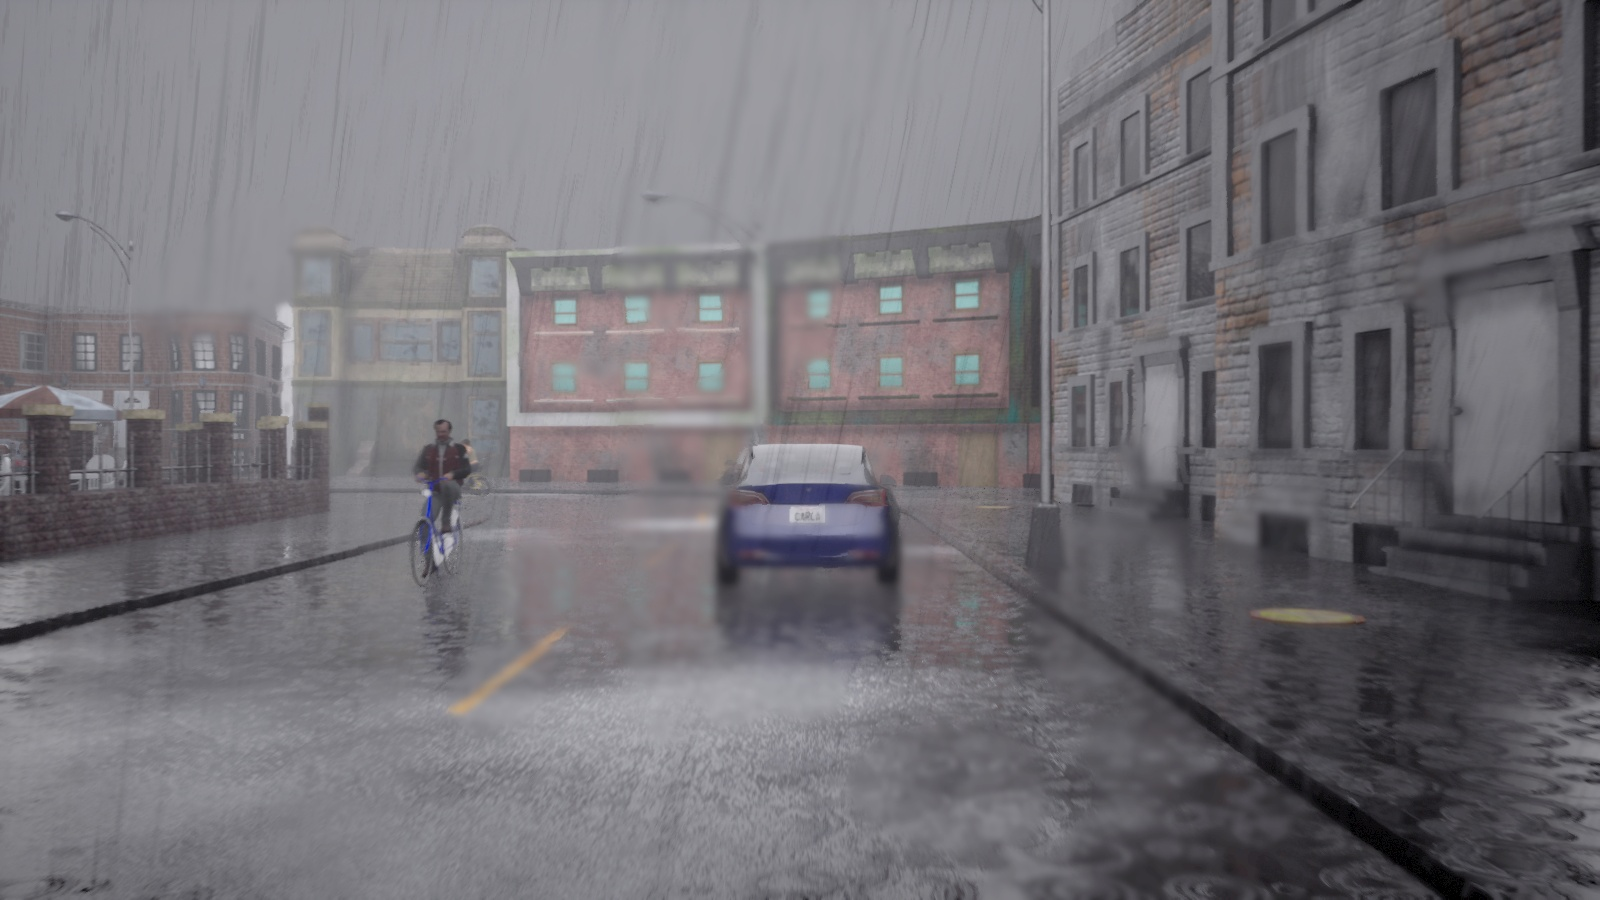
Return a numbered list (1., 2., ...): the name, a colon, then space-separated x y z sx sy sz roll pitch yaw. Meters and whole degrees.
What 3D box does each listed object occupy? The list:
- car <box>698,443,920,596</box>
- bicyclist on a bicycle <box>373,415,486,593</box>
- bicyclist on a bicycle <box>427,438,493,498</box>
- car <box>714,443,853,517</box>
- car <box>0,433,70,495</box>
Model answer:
1. car: 0.098 0.664 14.636 2.163 1.488 4.792 0 0 0
2. bicyclist on a bicycle: -3.917 0.538 13.421 0.659 1.776 1.843 0 0 0
3. bicyclist on a bicycle: -9.375 0.482 34.685 1.509 1.612 0.866 0 2 9
4. car: -0.488 0.591 27.737 2.163 1.488 4.792 0 0 -12
5. car: -23.375 0.374 35.116 4.611 1.667 2.242 0 0 0
